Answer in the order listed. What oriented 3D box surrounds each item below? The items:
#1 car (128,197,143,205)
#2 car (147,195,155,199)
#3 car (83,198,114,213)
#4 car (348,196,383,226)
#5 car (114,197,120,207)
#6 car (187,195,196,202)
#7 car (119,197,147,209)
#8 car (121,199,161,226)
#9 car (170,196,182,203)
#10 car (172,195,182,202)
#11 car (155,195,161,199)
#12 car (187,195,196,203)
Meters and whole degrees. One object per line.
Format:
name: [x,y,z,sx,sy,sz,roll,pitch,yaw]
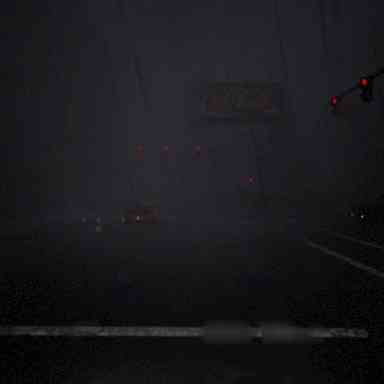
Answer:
car: [-10.598,1.633,62.459,1.895,1.301,4.718,0,0,1]
car: [-7.128,1.503,50.006,1.882,1.535,5.008,0,0,0]
car: [-10.641,1.620,37.562,1.895,1.301,4.718,0,0,1]
car: [14.032,1.234,23.378,5.566,2.045,2.150,0,0,0]
car: [-10.629,1.501,46.951,1.882,1.535,5.008,0,0,0]
car: [-0.073,1.512,78.812,2.128,1.511,4.902,0,0,0]
car: [-7.121,1.498,40.574,1.882,1.535,5.008,0,0,0]
car: [-3.421,1.489,23.565,1.882,1.535,5.008,0,0,0]
car: [-3.565,1.557,70.004,2.128,1.511,4.902,0,0,0]
car: [-3.573,1.539,78.808,1.994,1.385,4.181,0,0,-6]
car: [-7.102,1.383,62.936,2.097,1.767,4.553,0,0,0]
car: [-0.064,1.627,69.776,1.895,1.301,4.718,0,0,0]
